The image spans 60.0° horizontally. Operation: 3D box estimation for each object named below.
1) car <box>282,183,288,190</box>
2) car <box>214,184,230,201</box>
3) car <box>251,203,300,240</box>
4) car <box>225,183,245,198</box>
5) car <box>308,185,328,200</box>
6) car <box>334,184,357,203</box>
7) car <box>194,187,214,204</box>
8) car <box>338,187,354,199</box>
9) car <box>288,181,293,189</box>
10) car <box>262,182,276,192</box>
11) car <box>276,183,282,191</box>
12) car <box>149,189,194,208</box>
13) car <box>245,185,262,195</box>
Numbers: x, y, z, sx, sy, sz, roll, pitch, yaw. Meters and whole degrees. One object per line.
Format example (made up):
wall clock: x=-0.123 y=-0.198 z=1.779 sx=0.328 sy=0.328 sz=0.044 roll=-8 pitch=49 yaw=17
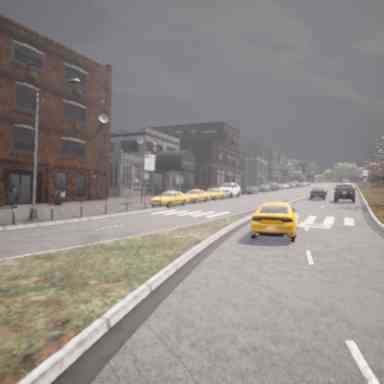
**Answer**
car: x=21.125 y=-1.260 z=80.605 sx=2.231 sy=1.521 sz=4.892 roll=1 pitch=2 yaw=26
car: x=2.663 y=0.217 z=41.960 sx=1.946 sy=1.575 sz=5.366 roll=1 pitch=2 yaw=26
car: x=4.036 y=1.241 z=15.909 sx=1.882 sy=1.535 sz=5.008 roll=1 pitch=2 yaw=19
car: x=5.175 y=-0.232 z=47.184 sx=2.435 sy=2.045 sz=5.566 roll=1 pitch=2 yaw=26
car: x=16.715 y=0.199 z=43.942 sx=1.837 sy=1.490 sz=4.892 roll=1 pitch=3 yaw=26
car: x=17.547 y=0.126 z=38.203 sx=2.150 sy=2.045 sz=5.566 roll=1 pitch=2 yaw=26
car: x=0.277 y=0.408 z=36.981 sx=1.946 sy=1.575 sz=5.366 roll=1 pitch=2 yaw=26
car: x=22.187 y=0.082 z=47.798 sx=2.033 sy=1.411 sz=5.357 roll=1 pitch=2 yaw=26
car: x=24.144 y=-1.501 z=86.774 sx=1.946 sy=1.575 sz=5.366 roll=1 pitch=2 yaw=26
car: x=14.735 y=-0.744 z=67.142 sx=2.231 sy=1.521 sz=4.892 roll=1 pitch=2 yaw=26
car: x=17.105 y=-1.186 z=72.081 sx=2.435 sy=2.045 sz=5.566 roll=1 pitch=2 yaw=26
car: x=-2.118 y=0.601 z=32.007 sx=1.946 sy=1.575 sz=5.366 roll=1 pitch=2 yaw=26
car: x=9.942 y=-0.333 z=57.153 sx=2.163 sy=1.488 sz=4.792 roll=1 pitch=2 yaw=26
